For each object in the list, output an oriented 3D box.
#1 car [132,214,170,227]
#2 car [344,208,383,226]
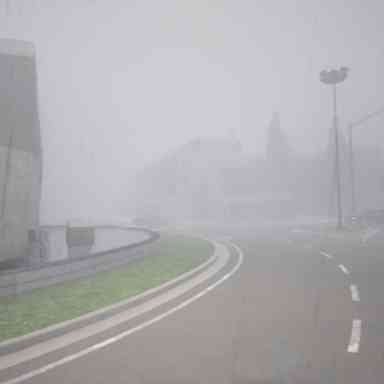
[{"bbox_3d":[-4.516,3.080,36.499,4.181,1.385,1.994,-3,-3,31],"label":"car"},{"bbox_3d":[16.118,2.213,29.933,4.892,1.490,1.837,-1,-2,-12],"label":"car"}]
